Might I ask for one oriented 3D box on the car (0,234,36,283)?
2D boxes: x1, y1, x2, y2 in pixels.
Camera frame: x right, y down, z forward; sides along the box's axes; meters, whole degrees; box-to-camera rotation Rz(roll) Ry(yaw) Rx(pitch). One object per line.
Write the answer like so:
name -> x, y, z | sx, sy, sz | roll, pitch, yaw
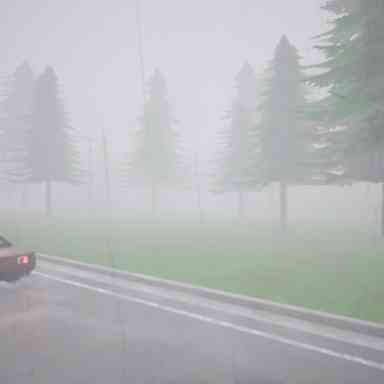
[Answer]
car -> -5.975, 1.550, 8.256 | 4.718, 1.301, 1.895 | 0, 0, 36
